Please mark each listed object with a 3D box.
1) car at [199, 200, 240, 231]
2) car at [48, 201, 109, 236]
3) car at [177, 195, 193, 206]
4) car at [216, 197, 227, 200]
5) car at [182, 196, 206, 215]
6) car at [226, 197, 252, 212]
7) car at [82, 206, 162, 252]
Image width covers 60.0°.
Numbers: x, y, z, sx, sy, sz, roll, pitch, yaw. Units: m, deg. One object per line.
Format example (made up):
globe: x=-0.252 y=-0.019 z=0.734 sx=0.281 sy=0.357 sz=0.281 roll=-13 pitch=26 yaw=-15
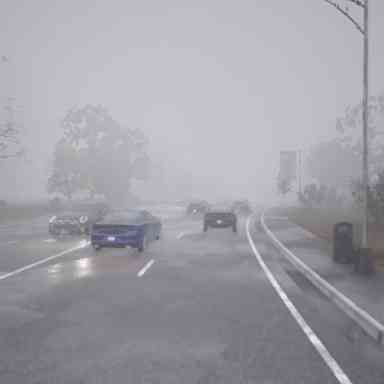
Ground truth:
car: x=1.837 y=1.471 z=20.498 sx=1.882 sy=1.535 sz=5.008 roll=0 pitch=0 yaw=8
car: x=-5.760 y=1.318 z=18.015 sx=2.097 sy=1.767 sz=4.553 roll=0 pitch=0 yaw=8
car: x=-0.727 y=1.299 z=52.683 sx=2.097 sy=1.767 sz=4.553 roll=0 pitch=0 yaw=21
car: x=5.633 y=1.520 z=59.087 sx=2.033 sy=1.411 sz=5.357 roll=0 pitch=0 yaw=24
car: x=0.801 y=1.483 z=33.290 sx=1.837 sy=1.490 sz=4.892 roll=0 pitch=0 yaw=13
car: x=5.676 y=1.488 z=38.058 sx=2.128 sy=1.511 sz=4.902 roll=0 pitch=0 yaw=16
car: x=-2.548 y=1.459 z=13.941 sx=1.882 sy=1.535 sz=5.008 roll=0 pitch=0 yaw=6
